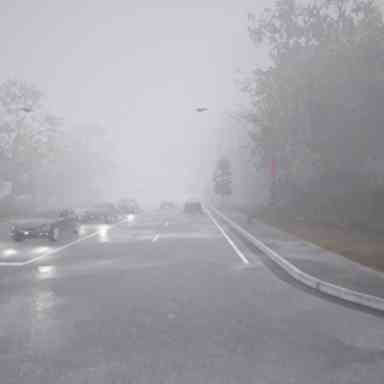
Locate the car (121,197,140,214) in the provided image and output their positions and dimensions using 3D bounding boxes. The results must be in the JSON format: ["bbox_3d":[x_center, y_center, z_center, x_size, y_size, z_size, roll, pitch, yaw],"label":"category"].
[{"bbox_3d":[-7.004,1.373,35.965,2.097,1.767,4.553,0,0,0],"label":"car"}]

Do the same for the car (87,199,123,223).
[{"bbox_3d":[-7.032,1.520,26.041,1.837,1.490,4.892,0,0,0],"label":"car"}]

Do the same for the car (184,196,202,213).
[{"bbox_3d":[0.095,1.498,37.032,1.882,1.535,5.008,0,0,0],"label":"car"}]

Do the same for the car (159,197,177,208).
[{"bbox_3d":[-3.505,1.628,47.495,1.895,1.301,4.718,0,0,0],"label":"car"}]

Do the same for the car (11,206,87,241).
[{"bbox_3d":[-7.081,1.515,16.673,1.837,1.490,4.892,0,0,0],"label":"car"}]

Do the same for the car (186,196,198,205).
[{"bbox_3d":[0.087,1.525,61.725,2.128,1.511,4.902,0,0,0],"label":"car"}]
